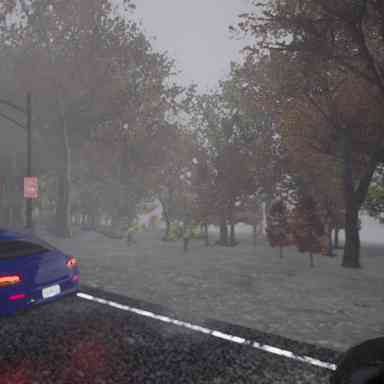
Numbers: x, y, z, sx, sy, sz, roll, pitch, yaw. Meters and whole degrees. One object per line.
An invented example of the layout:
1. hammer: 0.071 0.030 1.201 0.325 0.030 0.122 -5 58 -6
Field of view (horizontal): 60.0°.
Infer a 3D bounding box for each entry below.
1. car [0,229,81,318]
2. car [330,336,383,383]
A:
1. car: -4.188 1.491 6.637 4.674 1.442 1.812 -2 2 34
2. car: 3.170 1.480 1.480 4.892 1.490 1.837 -1 1 34
